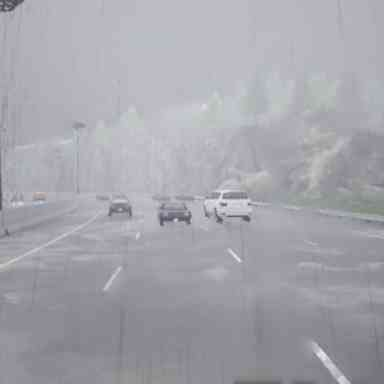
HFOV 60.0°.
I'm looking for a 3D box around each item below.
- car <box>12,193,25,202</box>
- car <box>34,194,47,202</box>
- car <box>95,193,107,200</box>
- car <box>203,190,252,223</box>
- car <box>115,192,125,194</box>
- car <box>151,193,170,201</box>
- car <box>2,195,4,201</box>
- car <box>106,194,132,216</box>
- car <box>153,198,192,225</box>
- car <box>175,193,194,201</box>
[{"bbox_3d":[-31.012,0.962,59.477,2.128,1.511,4.902,-1,1,-25],"label":"car"},{"bbox_3d":[-26.944,0.979,59.020,1.994,1.385,4.181,-1,1,-24],"label":"car"},{"bbox_3d":[-17.018,0.837,62.676,1.994,1.385,4.181,-1,1,-24],"label":"car"},{"bbox_3d":[2.260,0.880,22.391,2.150,2.045,5.566,0,1,-9],"label":"car"},{"bbox_3d":[-14.274,0.701,65.251,2.128,1.511,4.902,-1,1,-26],"label":"car"},{"bbox_3d":[-5.061,0.836,53.460,2.033,1.411,5.357,-1,1,-23],"label":"car"},{"bbox_3d":[-34.891,1.016,59.487,2.128,1.511,4.902,-1,1,-25],"label":"car"},{"bbox_3d":[-6.020,1.184,28.046,1.812,1.442,4.674,0,1,-11],"label":"car"},{"bbox_3d":[-1.286,1.307,21.451,1.895,1.301,4.718,-1,1,-9],"label":"car"},{"bbox_3d":[-1.330,0.856,53.297,1.895,1.301,4.718,-1,1,-21],"label":"car"}]
